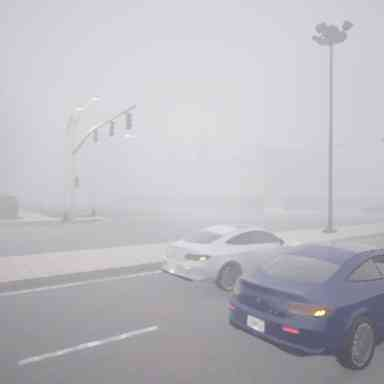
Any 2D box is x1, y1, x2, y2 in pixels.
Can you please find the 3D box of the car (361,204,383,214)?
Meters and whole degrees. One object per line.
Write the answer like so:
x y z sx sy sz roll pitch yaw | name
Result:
24.522 2.196 44.237 4.718 1.301 1.895 1 -1 -34 | car

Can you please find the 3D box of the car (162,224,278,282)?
1.398 1.612 9.135 4.674 1.442 1.812 1 0 -36 | car

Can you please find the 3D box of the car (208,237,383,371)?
2.706 1.597 5.751 4.674 1.442 1.812 1 -1 -36 | car
